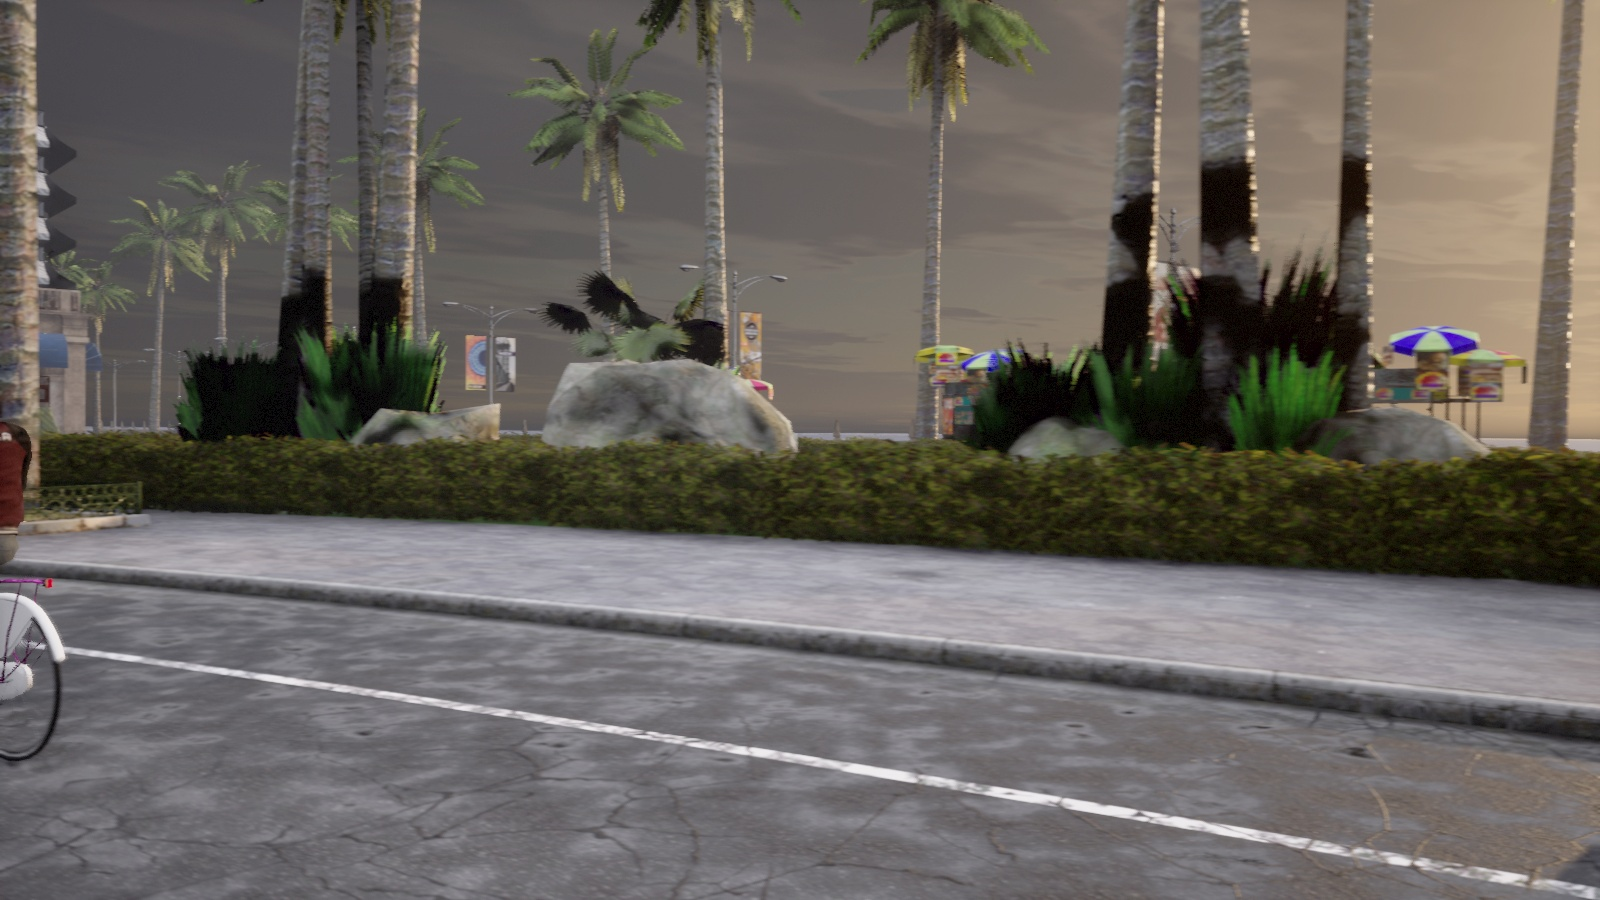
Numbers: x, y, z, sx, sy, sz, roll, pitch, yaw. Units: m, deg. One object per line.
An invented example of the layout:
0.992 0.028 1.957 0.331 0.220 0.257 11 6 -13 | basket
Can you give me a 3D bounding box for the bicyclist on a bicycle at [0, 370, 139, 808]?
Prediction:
-3.933 0.557 5.746 1.843 1.776 0.659 0 1 28 | bicyclist on a bicycle
